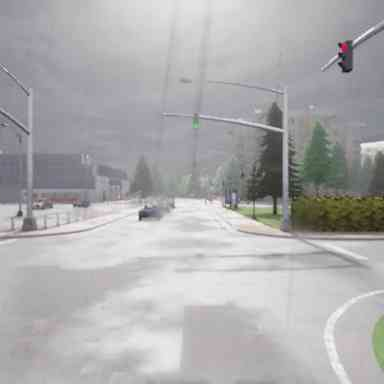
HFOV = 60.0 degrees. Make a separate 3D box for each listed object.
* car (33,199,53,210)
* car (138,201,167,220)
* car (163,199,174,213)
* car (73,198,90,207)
[{"bbox_3d":[-20.516,1.643,45.244,1.970,1.475,3.806,0,0,0],"label":"car"},{"bbox_3d":[-3.605,1.772,29.880,1.895,1.301,4.718,0,0,0],"label":"car"},{"bbox_3d":[-3.598,1.792,39.876,1.994,1.385,4.181,0,0,0],"label":"car"},{"bbox_3d":[-17.464,1.675,52.635,1.845,1.501,3.633,0,0,0],"label":"car"}]
